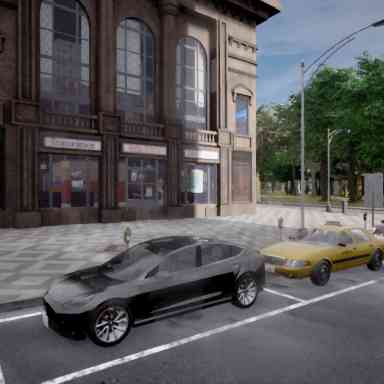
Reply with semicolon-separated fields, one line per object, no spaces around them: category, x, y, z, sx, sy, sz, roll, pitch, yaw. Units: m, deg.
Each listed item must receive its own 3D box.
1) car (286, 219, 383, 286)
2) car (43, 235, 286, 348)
car;3.829;1.526;9.384;4.829;1.417;1.752;0;0;-36
car;-0.459;1.566;6.324;4.313;1.339;1.947;0;0;-36
